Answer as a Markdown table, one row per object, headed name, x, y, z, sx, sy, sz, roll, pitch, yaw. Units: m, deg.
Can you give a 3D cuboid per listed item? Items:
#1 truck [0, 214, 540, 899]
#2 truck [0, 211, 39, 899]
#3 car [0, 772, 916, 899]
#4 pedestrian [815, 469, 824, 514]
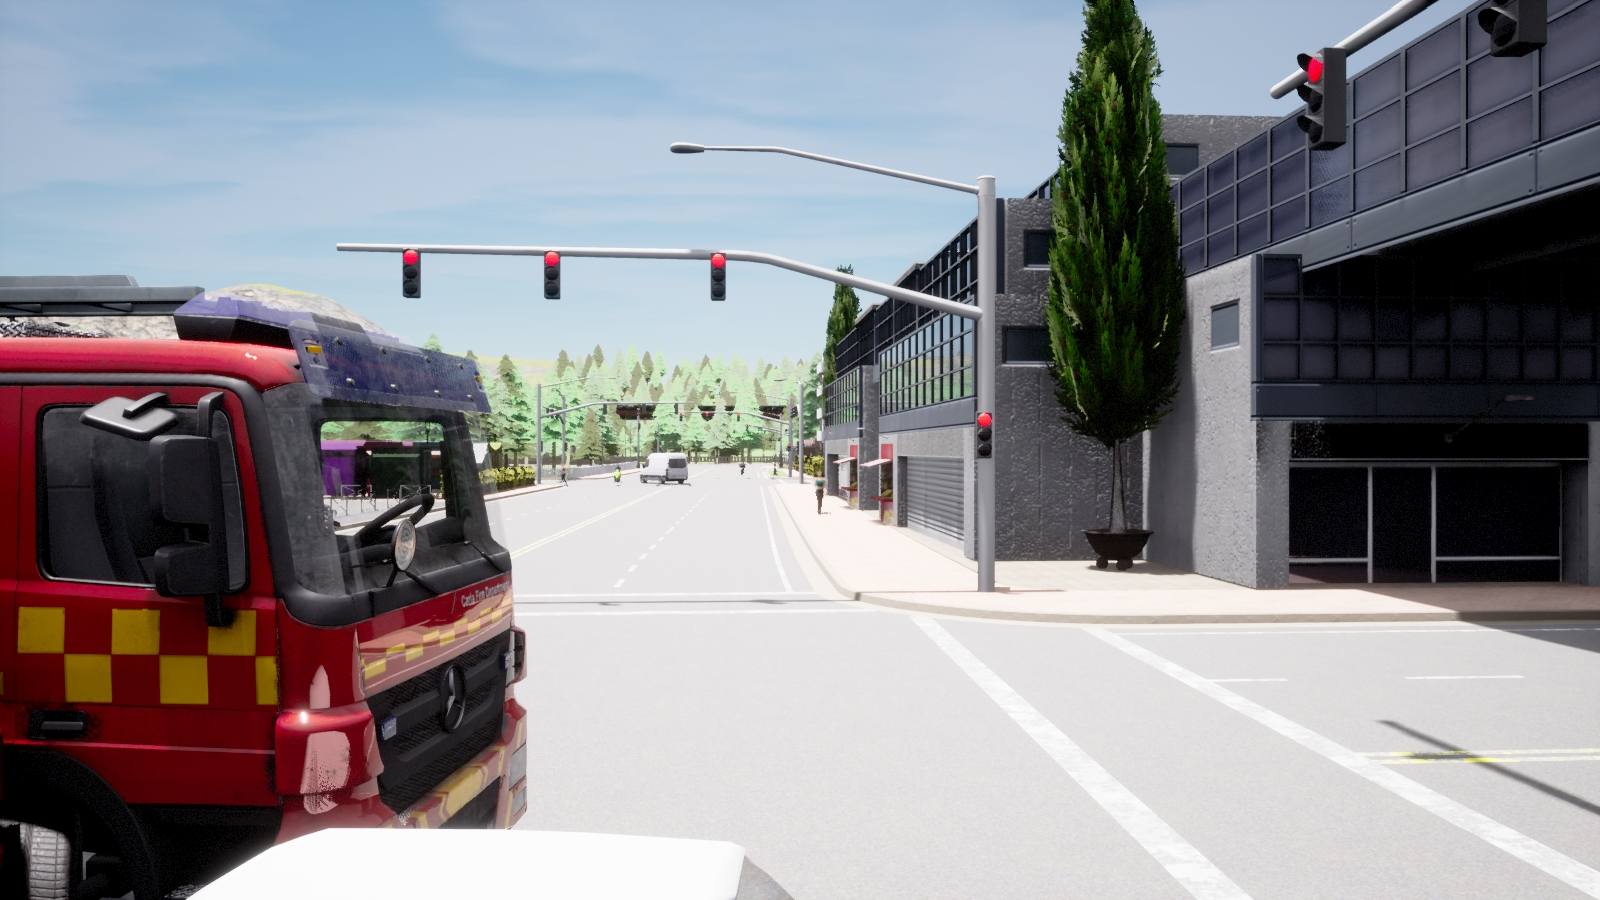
| name | x | y | z | sx | sy | sz | roll | pitch | yaw |
| --- | --- | --- | --- | --- | --- | --- | --- | --- | --- |
| truck | -6.102 | 0.890 | 6.659 | 8.468 | 3.827 | 2.891 | 0 | 0 | 4 |
| truck | -7.587 | 0.890 | 3.490 | 8.468 | 3.827 | 2.891 | 0 | 0 | -3 |
| car | -1.549 | 2.065 | 3.579 | 3.806 | 1.475 | 1.970 | 0 | 0 | 5 |
| pedestrian | 0.798 | 1.696 | 46.834 | 0.375 | 1.860 | 0.375 | 0 | 0 | 0 |
